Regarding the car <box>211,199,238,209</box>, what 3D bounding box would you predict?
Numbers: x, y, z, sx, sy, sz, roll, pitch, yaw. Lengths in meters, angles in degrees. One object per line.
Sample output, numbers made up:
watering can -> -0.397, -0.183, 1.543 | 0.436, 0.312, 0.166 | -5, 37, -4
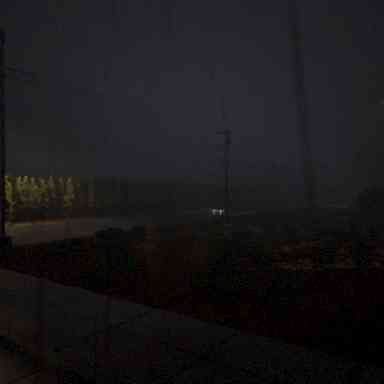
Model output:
car -> 4.785, 1.721, 47.854 | 2.033, 1.411, 5.357 | 0, 0, 33
